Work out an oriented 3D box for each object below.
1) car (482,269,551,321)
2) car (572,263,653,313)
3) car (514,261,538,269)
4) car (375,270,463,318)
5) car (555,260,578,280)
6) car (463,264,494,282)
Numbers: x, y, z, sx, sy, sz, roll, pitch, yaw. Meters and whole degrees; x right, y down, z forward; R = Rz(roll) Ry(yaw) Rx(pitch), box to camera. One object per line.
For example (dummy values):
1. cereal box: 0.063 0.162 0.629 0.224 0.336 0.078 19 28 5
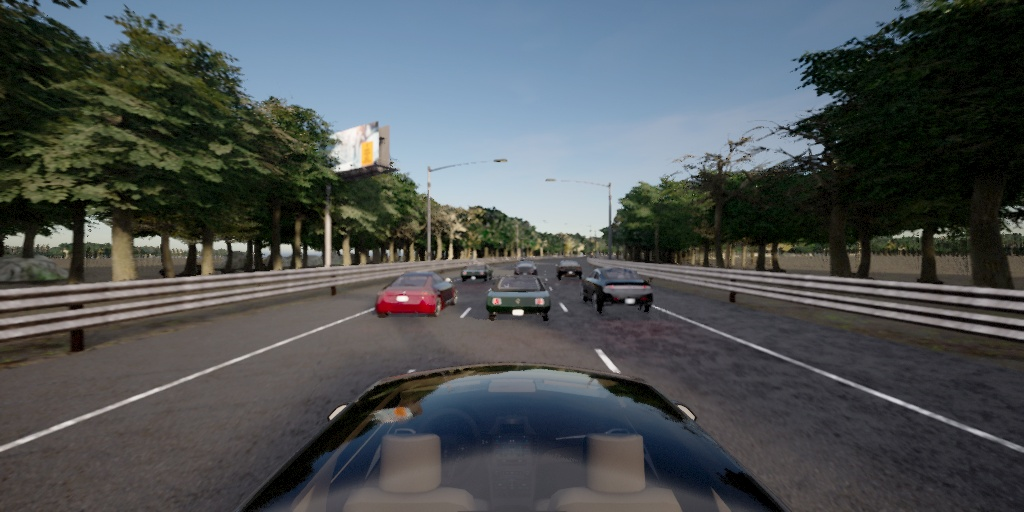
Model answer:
1. car: 0.256 1.303 12.344 1.895 1.301 4.718 0 0 2
2. car: 3.811 1.192 13.708 2.128 1.511 4.902 0 0 2
3. car: 1.141 1.154 29.510 1.812 1.442 4.674 0 0 4
4. car: -3.227 1.258 12.827 1.994 1.385 4.181 0 0 2
5. car: 4.680 1.109 29.877 1.882 1.535 5.008 0 0 4
6. car: -2.538 1.235 27.290 1.895 1.301 4.718 0 0 4
